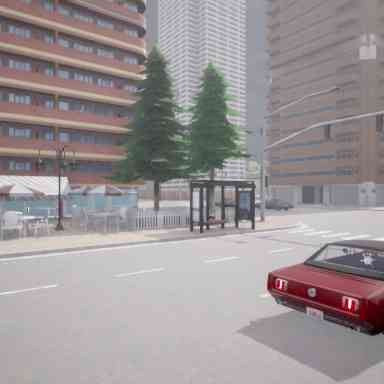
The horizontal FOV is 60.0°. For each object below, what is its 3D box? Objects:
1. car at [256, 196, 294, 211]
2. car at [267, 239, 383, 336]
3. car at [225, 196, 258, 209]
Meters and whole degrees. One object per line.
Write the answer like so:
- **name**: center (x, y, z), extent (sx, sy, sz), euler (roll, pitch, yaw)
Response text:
- **car**: center (10.367, 1.603, 42.299), extent (2.033, 1.411, 5.357), euler (0, 0, -36)
- **car**: center (3.718, 1.601, 6.461), extent (4.718, 1.301, 1.895), euler (0, 0, -36)
- **car**: center (4.700, 1.533, 37.881), extent (1.882, 1.535, 5.008), euler (0, 0, -36)
